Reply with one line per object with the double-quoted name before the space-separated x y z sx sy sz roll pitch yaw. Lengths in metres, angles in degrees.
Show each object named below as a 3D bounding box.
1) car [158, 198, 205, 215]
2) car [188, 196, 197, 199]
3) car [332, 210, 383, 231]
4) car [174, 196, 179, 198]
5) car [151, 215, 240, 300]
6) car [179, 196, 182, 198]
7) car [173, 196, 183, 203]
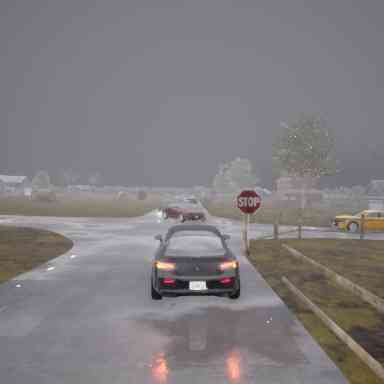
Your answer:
"car" -0.759 1.509 26.324 1.882 1.535 5.008 1 0 -27
"car" -0.042 1.535 62.922 1.882 1.535 5.008 0 0 0
"car" 12.566 2.030 23.627 5.008 1.535 1.882 2 0 -2
"car" -2.928 1.531 39.734 1.837 1.490 4.892 0 0 0
"car" 0.030 1.528 8.309 1.812 1.442 4.674 0 0 -2
"car" -2.934 1.607 53.885 1.994 1.385 4.181 0 0 0
"car" -2.896 1.547 69.344 1.882 1.535 5.008 0 0 0
